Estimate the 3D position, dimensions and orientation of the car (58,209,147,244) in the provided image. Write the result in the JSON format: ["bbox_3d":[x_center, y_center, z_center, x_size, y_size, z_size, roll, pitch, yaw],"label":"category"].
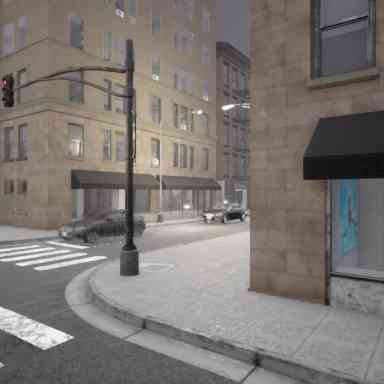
[{"bbox_3d":[-4.243,1.603,16.499,1.812,1.442,4.674,0,0,36],"label":"car"}]

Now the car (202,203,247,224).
[{"bbox_3d":[2.649,1.640,26.194,2.128,1.511,4.902,0,0,35],"label":"car"}]
